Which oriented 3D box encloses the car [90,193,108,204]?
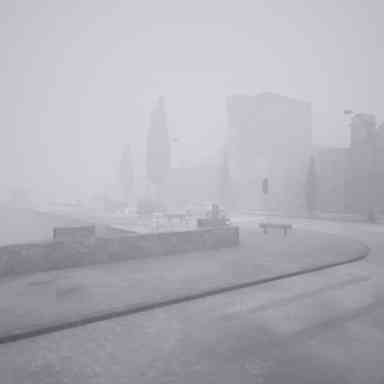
[{"bbox_3d":[-17.293,1.221,62.522,2.150,2.045,5.566,0,0,-36],"label":"car"}]

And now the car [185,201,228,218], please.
[{"bbox_3d":[1.176,1.526,29.482,1.812,1.442,4.674,0,0,-36],"label":"car"}]

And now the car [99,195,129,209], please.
[{"bbox_3d":[-10.628,1.547,46.025,2.033,1.411,5.357,0,0,-36],"label":"car"}]

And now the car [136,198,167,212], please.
[{"bbox_3d":[-4.638,1.505,37.616,1.837,1.490,4.892,0,0,-36],"label":"car"}]
